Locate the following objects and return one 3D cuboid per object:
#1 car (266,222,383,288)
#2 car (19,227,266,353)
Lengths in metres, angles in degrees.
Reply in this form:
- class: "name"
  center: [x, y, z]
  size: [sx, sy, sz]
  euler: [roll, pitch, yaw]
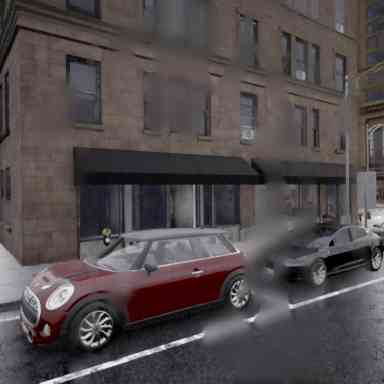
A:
- class: "car"
  center: [3.629, 1.564, 9.252]
  size: [4.313, 1.339, 1.947]
  euler: [0, -1, -36]
- class: "car"
  center: [-0.852, 1.440, 6.054]
  size: [4.097, 1.590, 1.967]
  euler: [0, -1, -36]
